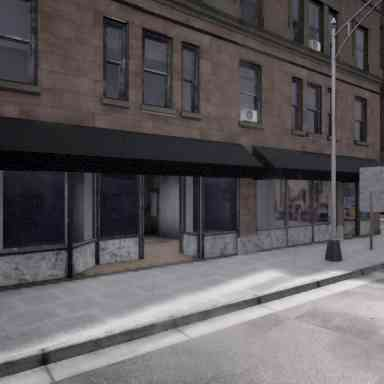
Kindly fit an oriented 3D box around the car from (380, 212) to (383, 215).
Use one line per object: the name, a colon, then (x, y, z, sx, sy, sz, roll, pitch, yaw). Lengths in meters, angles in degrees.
car: (15.884, 1.146, 28.139, 2.097, 1.767, 4.553, 0, 1, -36)
